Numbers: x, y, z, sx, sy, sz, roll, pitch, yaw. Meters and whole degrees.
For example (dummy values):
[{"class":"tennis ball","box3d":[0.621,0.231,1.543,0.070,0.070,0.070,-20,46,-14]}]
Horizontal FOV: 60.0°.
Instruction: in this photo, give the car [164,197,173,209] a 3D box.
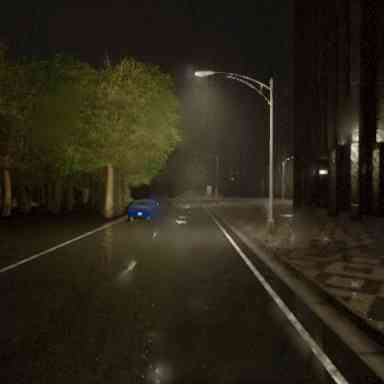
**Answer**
[{"class":"car","box3d":[-3.459,1.296,40.727,1.994,1.385,4.181,0,0,0]}]

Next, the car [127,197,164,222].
[{"class":"car","box3d":[-3.435,1.305,24.355,1.882,1.535,5.008,0,0,0]}]
